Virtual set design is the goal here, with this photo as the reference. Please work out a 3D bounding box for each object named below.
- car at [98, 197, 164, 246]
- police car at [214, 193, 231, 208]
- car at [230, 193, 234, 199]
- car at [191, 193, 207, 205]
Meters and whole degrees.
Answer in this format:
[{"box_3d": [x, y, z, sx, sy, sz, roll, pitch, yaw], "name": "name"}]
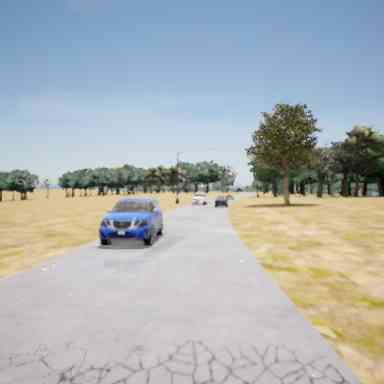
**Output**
[{"box_3d": [-2.696, 1.297, 16.026, 2.150, 2.045, 5.566, 0, 0, 3], "name": "car"}, {"box_3d": [4.443, 1.443, 50.141, 1.930, 1.638, 5.238, 0, 0, 8], "name": "police car"}, {"box_3d": [9.738, 1.102, 85.738, 1.882, 1.535, 5.008, 0, 1, 13], "name": "car"}, {"box_3d": [1.331, 1.191, 57.240, 2.150, 2.045, 5.566, 0, 1, 9], "name": "car"}]
